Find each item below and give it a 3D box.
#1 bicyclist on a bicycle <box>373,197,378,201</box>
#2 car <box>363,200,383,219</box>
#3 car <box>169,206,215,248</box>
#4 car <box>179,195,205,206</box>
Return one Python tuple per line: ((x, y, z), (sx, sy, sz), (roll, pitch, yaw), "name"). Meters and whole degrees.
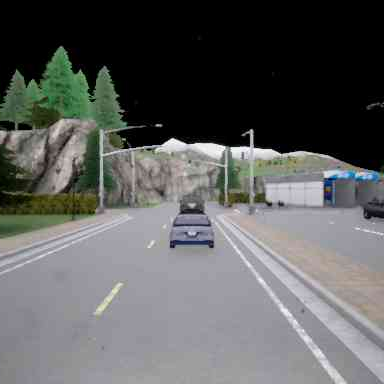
((18.298, 1.299, 33.138), (0.582, 1.620, 1.656), (0, 0, 1), "bicyclist on a bicycle")
((14.203, 1.338, 24.074), (2.007, 1.523, 4.514), (0, 0, 0), "car")
((0.000, 1.562, 14.650), (2.033, 1.411, 5.357), (0, 0, 0), "car")
((0.000, 1.257, 29.680), (2.150, 2.045, 5.566), (0, 0, 0), "car")
